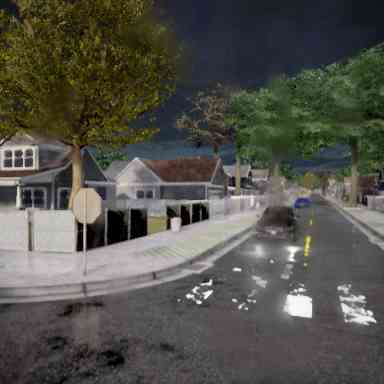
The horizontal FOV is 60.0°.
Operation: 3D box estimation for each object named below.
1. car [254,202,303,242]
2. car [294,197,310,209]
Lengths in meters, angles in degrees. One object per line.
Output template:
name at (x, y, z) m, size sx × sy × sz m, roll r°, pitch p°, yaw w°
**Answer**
car at (4.335, 1.488, 16.515) m, size 1.837 × 1.490 × 4.892 m, roll 0°, pitch 0°, yaw 20°
car at (14.980, 1.449, 45.124) m, size 1.882 × 1.535 × 5.008 m, roll 0°, pitch 0°, yaw 20°
